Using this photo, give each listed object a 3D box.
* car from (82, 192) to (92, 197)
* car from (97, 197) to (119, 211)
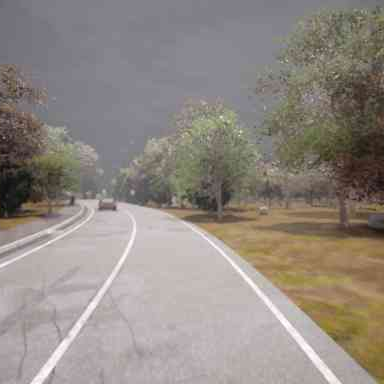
[{"bbox_3d":[-24.122,0.656,76.272,1.882,1.535,5.008,2,-1,-22],"label":"car"},{"bbox_3d":[-9.446,1.354,37.324,1.812,1.442,4.674,1,0,-17],"label":"car"}]
